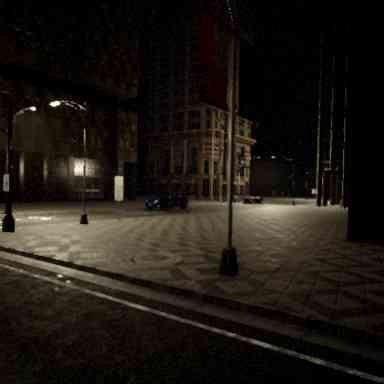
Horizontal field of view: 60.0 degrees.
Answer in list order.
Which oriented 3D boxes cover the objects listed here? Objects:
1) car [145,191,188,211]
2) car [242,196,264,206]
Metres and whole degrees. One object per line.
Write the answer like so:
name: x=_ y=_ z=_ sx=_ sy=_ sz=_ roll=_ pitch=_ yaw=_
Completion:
car: x=-2.652 y=0.960 z=36.167 sx=2.150 sy=2.045 sz=5.566 roll=2 pitch=1 yaw=35
car: x=9.914 y=1.330 z=53.754 sx=1.882 sy=1.535 sz=5.008 roll=2 pitch=1 yaw=36
